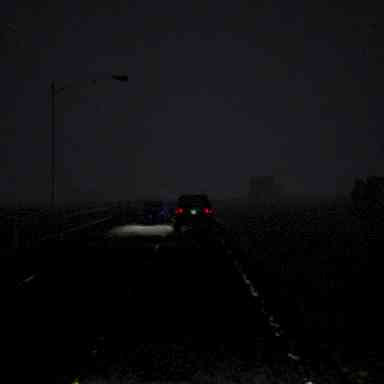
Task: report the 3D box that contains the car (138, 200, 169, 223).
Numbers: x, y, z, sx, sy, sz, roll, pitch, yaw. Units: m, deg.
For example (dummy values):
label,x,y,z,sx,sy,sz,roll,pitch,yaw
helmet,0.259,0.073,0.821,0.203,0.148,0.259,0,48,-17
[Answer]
label,x,y,z,sx,sy,sz,roll,pitch,yaw
car,-2.762,1.357,24.762,1.882,1.535,5.008,0,0,0

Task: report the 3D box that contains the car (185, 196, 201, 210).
label,x,y,z,sx,sy,sz,roll,pitch,yaw
car,0.080,1.293,40.991,1.882,1.535,5.008,0,0,0

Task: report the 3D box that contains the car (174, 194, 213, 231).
label,x,y,z,sx,sy,sz,roll,pitch,yaw
car,0.086,1.124,20.125,2.150,2.045,5.566,0,1,0
